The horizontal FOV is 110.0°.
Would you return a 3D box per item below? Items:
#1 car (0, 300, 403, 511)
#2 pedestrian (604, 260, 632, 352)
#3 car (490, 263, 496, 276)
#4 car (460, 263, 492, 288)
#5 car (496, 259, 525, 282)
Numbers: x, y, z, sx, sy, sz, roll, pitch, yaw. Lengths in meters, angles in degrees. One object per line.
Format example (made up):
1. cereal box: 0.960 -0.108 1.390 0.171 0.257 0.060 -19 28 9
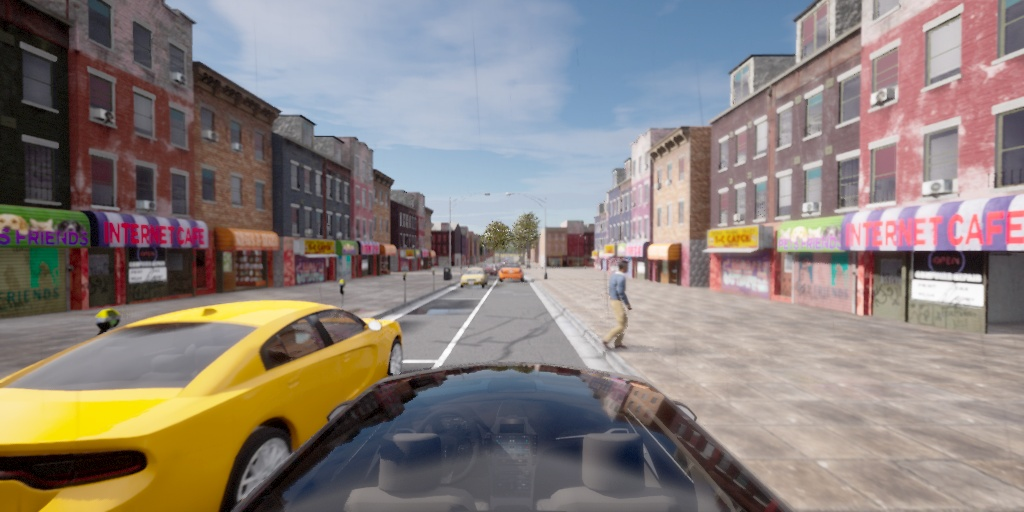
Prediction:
1. car: -2.751 1.243 4.085 1.882 1.535 5.008 0 0 0
2. pedestrian: 2.129 0.926 7.066 0.375 1.860 0.375 1 1 0
3. car: -2.639 1.564 42.118 1.967 1.591 4.097 0 0 0
4. car: -2.640 1.466 25.609 1.751 1.417 4.829 0 0 0
5. car: 0.048 1.366 32.462 2.097 1.767 4.553 0 0 3
